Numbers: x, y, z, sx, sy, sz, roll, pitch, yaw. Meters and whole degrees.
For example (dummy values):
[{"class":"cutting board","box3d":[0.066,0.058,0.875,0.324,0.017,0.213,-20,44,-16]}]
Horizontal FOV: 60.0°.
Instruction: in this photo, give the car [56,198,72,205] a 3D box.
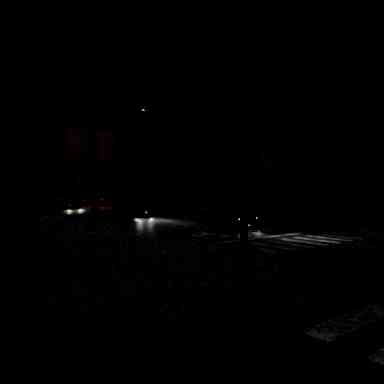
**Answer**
[{"class":"car","box3d":[-25.068,1.817,65.134,1.994,1.385,4.181,0,0,-36]}]

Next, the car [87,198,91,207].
[{"class":"car","box3d":[-18.930,1.817,56.570,1.895,1.301,4.718,0,0,-36]}]

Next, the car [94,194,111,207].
[{"class":"car","box3d":[-15.847,1.441,57.840,2.150,2.045,5.566,0,0,-35]}]

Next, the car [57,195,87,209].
[{"class":"car","box3d":[-18.054,1.413,49.576,2.150,2.045,5.566,0,-1,-35]}]

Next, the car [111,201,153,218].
[{"class":"car","box3d":[-5.527,1.598,31.940,2.128,1.511,4.902,0,0,-36]}]

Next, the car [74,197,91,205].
[{"class":"car","box3d":[-21.798,1.758,66.151,1.837,1.490,4.892,0,0,-36]}]

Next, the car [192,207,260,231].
[{"class":"car","box3d":[2.062,1.657,21.344,1.895,1.301,4.718,0,0,-36]}]
